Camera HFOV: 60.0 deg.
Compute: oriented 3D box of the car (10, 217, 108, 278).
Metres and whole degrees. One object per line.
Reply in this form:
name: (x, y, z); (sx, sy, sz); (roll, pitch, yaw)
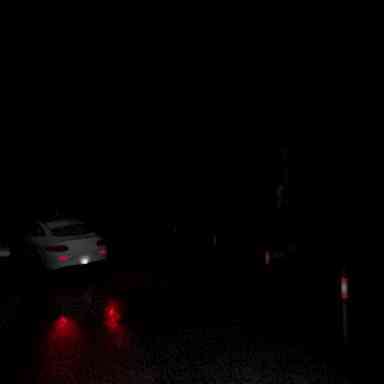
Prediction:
car: (-4.222, 1.528, 10.366); (1.812, 1.442, 4.674); (-3, 2, -39)
